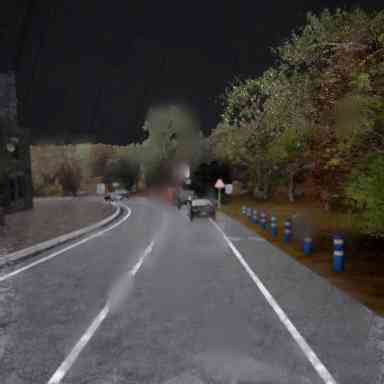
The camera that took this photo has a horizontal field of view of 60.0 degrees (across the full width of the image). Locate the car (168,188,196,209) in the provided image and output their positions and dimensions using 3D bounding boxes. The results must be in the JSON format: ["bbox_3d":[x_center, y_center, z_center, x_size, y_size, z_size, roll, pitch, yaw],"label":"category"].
[{"bbox_3d":[-0.829,0.691,36.062,2.150,2.045,5.566,-2,2,-13],"label":"car"}]

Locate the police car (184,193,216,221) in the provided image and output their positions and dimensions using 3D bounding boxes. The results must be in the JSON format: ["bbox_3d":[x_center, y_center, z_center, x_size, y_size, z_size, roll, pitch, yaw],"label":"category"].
[{"bbox_3d":[0.659,1.211,25.851,1.930,1.638,5.238,-1,2,-4],"label":"police car"}]

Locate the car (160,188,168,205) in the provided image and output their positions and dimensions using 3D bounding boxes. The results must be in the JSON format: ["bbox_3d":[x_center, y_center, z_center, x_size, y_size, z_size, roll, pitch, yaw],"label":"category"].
[{"bbox_3d":[-2.506,0.512,42.102,2.150,2.045,5.566,-2,2,-18],"label":"car"}]

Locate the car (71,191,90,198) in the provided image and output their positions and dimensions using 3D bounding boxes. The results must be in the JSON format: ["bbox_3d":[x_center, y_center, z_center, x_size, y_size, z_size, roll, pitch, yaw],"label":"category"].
[{"bbox_3d":[-24.087,0.540,71.634,4.718,1.301,1.895,-2,4,37],"label":"car"}]

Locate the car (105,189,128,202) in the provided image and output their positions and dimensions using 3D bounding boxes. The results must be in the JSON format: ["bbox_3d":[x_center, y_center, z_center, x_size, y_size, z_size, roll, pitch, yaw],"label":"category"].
[{"bbox_3d":[-12.412,0.742,52.957,2.128,1.511,4.902,-4,2,-30],"label":"car"}]
